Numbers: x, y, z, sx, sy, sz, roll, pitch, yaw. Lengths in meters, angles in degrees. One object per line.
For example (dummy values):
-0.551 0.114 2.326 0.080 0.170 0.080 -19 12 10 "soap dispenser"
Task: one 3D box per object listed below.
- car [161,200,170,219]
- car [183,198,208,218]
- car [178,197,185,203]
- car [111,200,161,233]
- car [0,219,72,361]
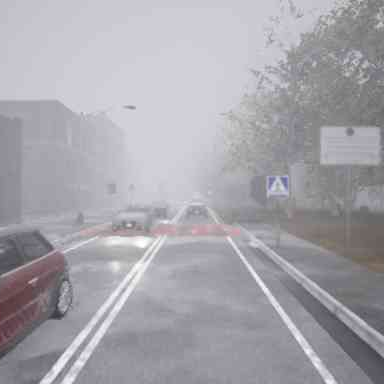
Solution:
-2.998 1.450 29.466 1.882 1.535 5.008 0 0 1 "car"
0.429 1.506 29.787 1.812 1.442 4.674 0 0 1 "car"
-2.197 1.798 77.366 2.033 1.411 5.357 0 -1 1 "car"
-3.150 1.355 18.685 1.994 1.385 4.181 0 4 1 "car"
-3.312 1.347 4.330 2.097 1.767 4.553 0 0 1 "car"
